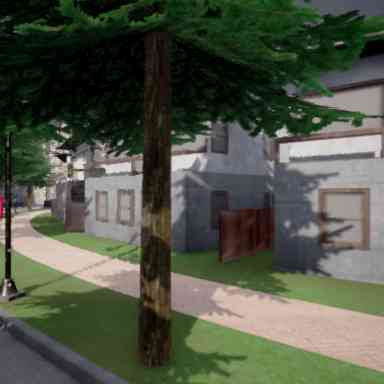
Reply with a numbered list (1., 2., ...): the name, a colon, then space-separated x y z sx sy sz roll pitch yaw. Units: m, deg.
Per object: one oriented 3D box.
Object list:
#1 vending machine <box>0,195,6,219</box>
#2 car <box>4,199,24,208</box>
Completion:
1. vending machine: -17.262 1.346 29.535 1.100 2.100 0.880 0 0 -19
2. car: -27.443 1.787 50.631 1.812 1.442 4.674 0 0 3
